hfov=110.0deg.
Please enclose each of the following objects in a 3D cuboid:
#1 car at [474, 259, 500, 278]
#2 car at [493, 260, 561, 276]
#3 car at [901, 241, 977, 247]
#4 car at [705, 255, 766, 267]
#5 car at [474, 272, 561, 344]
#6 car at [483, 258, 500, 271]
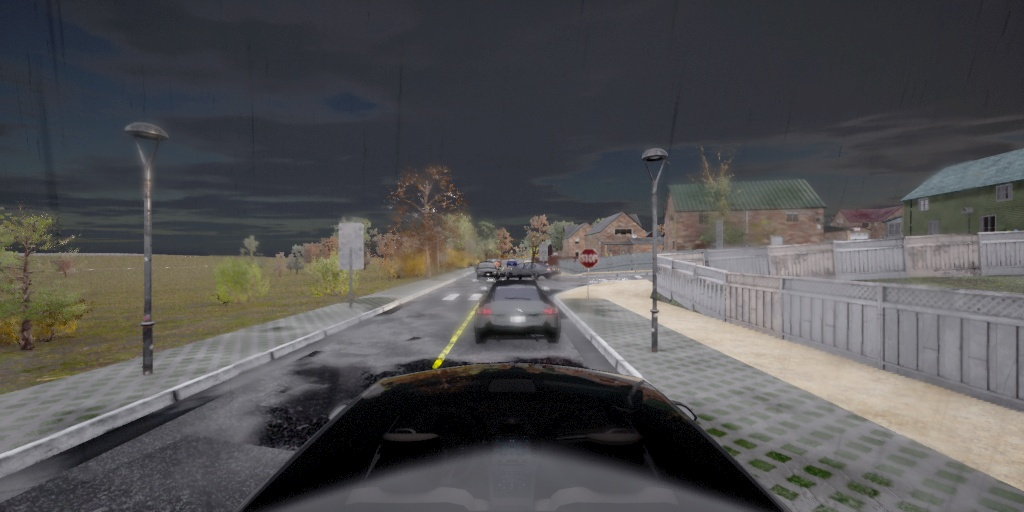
[{"bbox_3d":[-2.256,1.258,31.532,1.837,1.490,4.892,0,0,-8],"label":"car"},{"bbox_3d":[1.332,1.198,28.621,5.357,1.411,2.033,-4,-3,43],"label":"car"},{"bbox_3d":[23.885,-0.208,20.579,4.902,1.511,2.128,-3,0,14],"label":"car"},{"bbox_3d":[14.384,0.413,22.999,4.181,1.385,1.994,-3,0,16],"label":"car"},{"bbox_3d":[0.101,1.313,9.606,1.994,1.385,4.181,0,0,-1],"label":"car"},{"bbox_3d":[-2.855,1.121,51.350,2.097,1.767,4.553,0,0,1],"label":"car"}]
